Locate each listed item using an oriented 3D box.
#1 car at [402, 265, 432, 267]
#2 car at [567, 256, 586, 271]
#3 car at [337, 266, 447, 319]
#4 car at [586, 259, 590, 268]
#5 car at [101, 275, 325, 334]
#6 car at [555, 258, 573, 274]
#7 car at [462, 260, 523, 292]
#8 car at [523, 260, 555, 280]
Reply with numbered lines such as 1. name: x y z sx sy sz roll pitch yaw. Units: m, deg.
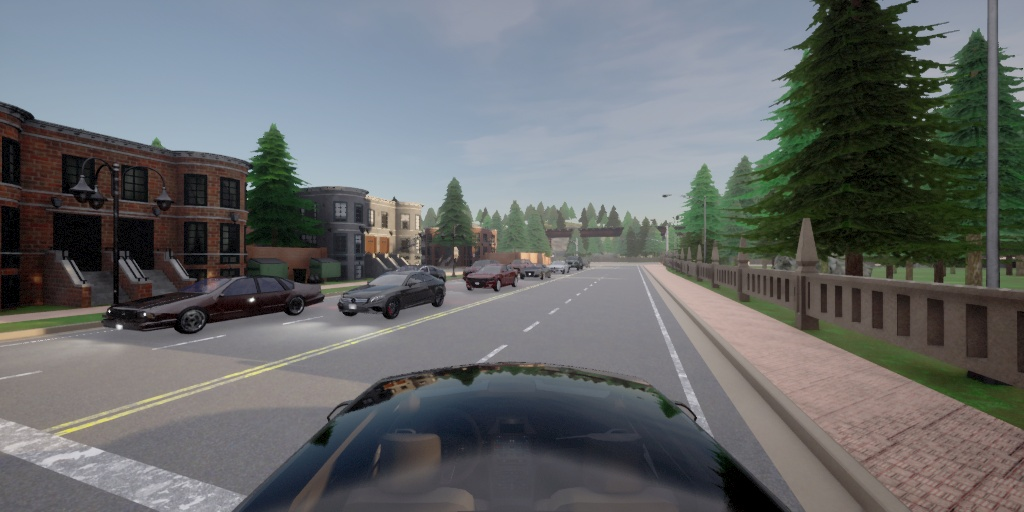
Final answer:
1. car: -5.442 1.242 20.016 2.128 1.511 4.902 0 0 18
2. car: 8.711 0.972 50.837 2.150 2.045 5.566 0 0 19
3. car: -4.090 1.276 13.088 1.812 1.442 4.674 0 0 19
4. car: 12.178 1.255 61.010 1.837 1.490 4.892 0 0 19
5. car: -8.482 1.297 11.038 2.033 1.411 5.357 0 0 19
6. car: 5.357 1.276 40.960 1.812 1.442 4.674 0 0 19
7. car: -1.095 1.228 21.923 1.882 1.535 5.008 0 0 19
8. car: 2.128 1.314 31.407 1.994 1.385 4.181 0 0 20
